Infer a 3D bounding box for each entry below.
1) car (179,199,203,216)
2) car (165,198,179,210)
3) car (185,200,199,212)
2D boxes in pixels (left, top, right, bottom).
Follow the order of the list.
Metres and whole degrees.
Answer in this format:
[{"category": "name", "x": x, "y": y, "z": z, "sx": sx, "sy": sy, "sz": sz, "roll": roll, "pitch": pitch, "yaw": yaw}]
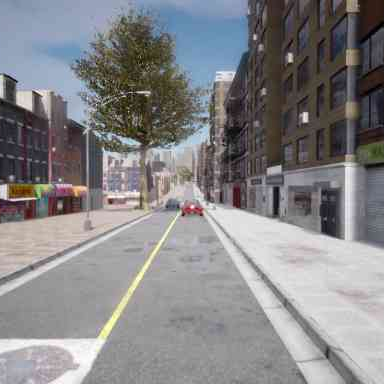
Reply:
[{"category": "car", "x": 0.022, "y": 1.525, "z": 34.162, "sx": 2.097, "sy": 1.767, "sz": 4.553, "roll": 0, "pitch": -1, "yaw": 0}, {"category": "car", "x": -2.923, "y": 1.734, "z": 50.629, "sx": 2.097, "sy": 1.767, "sz": 4.553, "roll": 0, "pitch": -1, "yaw": 0}, {"category": "car", "x": 0.010, "y": 1.804, "z": 44.469, "sx": 1.837, "sy": 1.490, "sz": 4.892, "roll": 0, "pitch": -1, "yaw": 0}]
